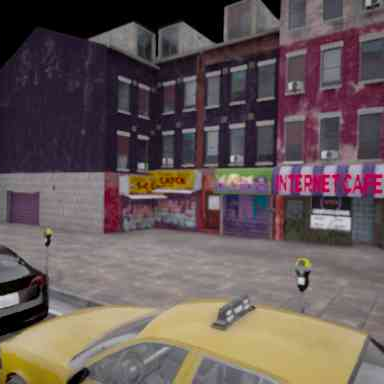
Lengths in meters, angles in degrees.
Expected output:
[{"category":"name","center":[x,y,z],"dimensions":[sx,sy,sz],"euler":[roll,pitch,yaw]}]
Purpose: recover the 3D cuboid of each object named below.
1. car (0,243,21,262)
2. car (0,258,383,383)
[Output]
[{"category":"car","center":[-4.254,1.539,5.819],"dimensions":[4.313,1.339,1.947],"euler":[0,1,35]},{"category":"car","center":[0.113,1.520,2.707],"dimensions":[4.829,1.417,1.752],"euler":[0,1,35]}]
